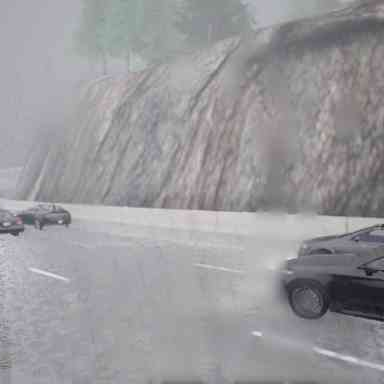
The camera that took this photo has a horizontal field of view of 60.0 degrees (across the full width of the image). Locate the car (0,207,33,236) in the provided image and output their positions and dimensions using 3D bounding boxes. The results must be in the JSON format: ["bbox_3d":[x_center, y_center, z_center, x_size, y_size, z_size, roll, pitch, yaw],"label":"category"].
[{"bbox_3d":[-10.591,1.565,17.318,5.357,1.411,2.033,0,0,42],"label":"car"}]

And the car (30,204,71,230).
[{"bbox_3d":[-9.474,1.516,21.087,4.902,1.511,2.128,0,0,42],"label":"car"}]

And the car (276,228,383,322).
[{"bbox_3d":[3.803,1.538,5.664,4.674,1.442,1.812,0,0,36],"label":"car"}]

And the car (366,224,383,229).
[{"bbox_3d":[5.103,1.582,9.048,4.181,1.385,1.994,0,0,36],"label":"car"}]
